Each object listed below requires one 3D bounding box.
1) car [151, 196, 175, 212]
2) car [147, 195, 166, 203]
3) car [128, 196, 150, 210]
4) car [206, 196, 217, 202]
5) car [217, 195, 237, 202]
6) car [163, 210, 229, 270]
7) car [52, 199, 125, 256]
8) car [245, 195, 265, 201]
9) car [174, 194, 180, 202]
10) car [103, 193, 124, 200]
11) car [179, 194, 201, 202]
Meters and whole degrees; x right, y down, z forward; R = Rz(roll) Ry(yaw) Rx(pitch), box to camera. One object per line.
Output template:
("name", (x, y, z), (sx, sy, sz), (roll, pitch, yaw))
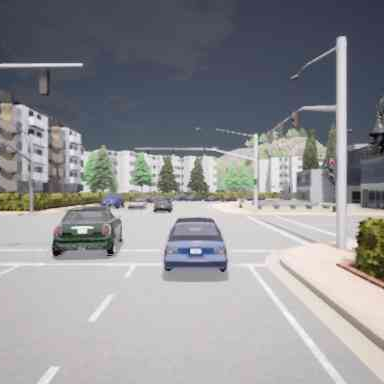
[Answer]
("car", (-3.296, 1.536, 38.506), (1.994, 1.385, 4.181), (0, 0, -1))
("car", (-5.722, 1.308, 59.060), (2.097, 1.767, 4.553), (0, 0, 14))
("car", (-7.017, 1.570, 42.708), (1.895, 1.301, 4.718), (0, 0, -1))
("car", (4.896, 1.499, 73.992), (1.994, 1.385, 4.181), (0, 0, 38))
("car", (7.985, 1.472, 72.295), (1.812, 1.442, 4.674), (0, 0, 38))
("car", (0.106, 1.540, 10.907), (2.033, 1.411, 5.357), (0, 0, 0))
("car", (-3.992, 1.342, 13.282), (2.097, 1.767, 4.553), (0, 0, -8))
("car", (15.102, 1.482, 79.417), (5.357, 1.411, 2.033), (0, 0, -36))
("car", (-3.003, 1.288, 74.850), (2.097, 1.767, 4.553), (0, 0, 31))
("car", (-10.513, 1.191, 44.489), (2.150, 2.045, 5.566), (0, 0, 0))
("car", (0.106, 1.482, 73.218), (2.033, 1.411, 5.357), (0, 0, 31))
